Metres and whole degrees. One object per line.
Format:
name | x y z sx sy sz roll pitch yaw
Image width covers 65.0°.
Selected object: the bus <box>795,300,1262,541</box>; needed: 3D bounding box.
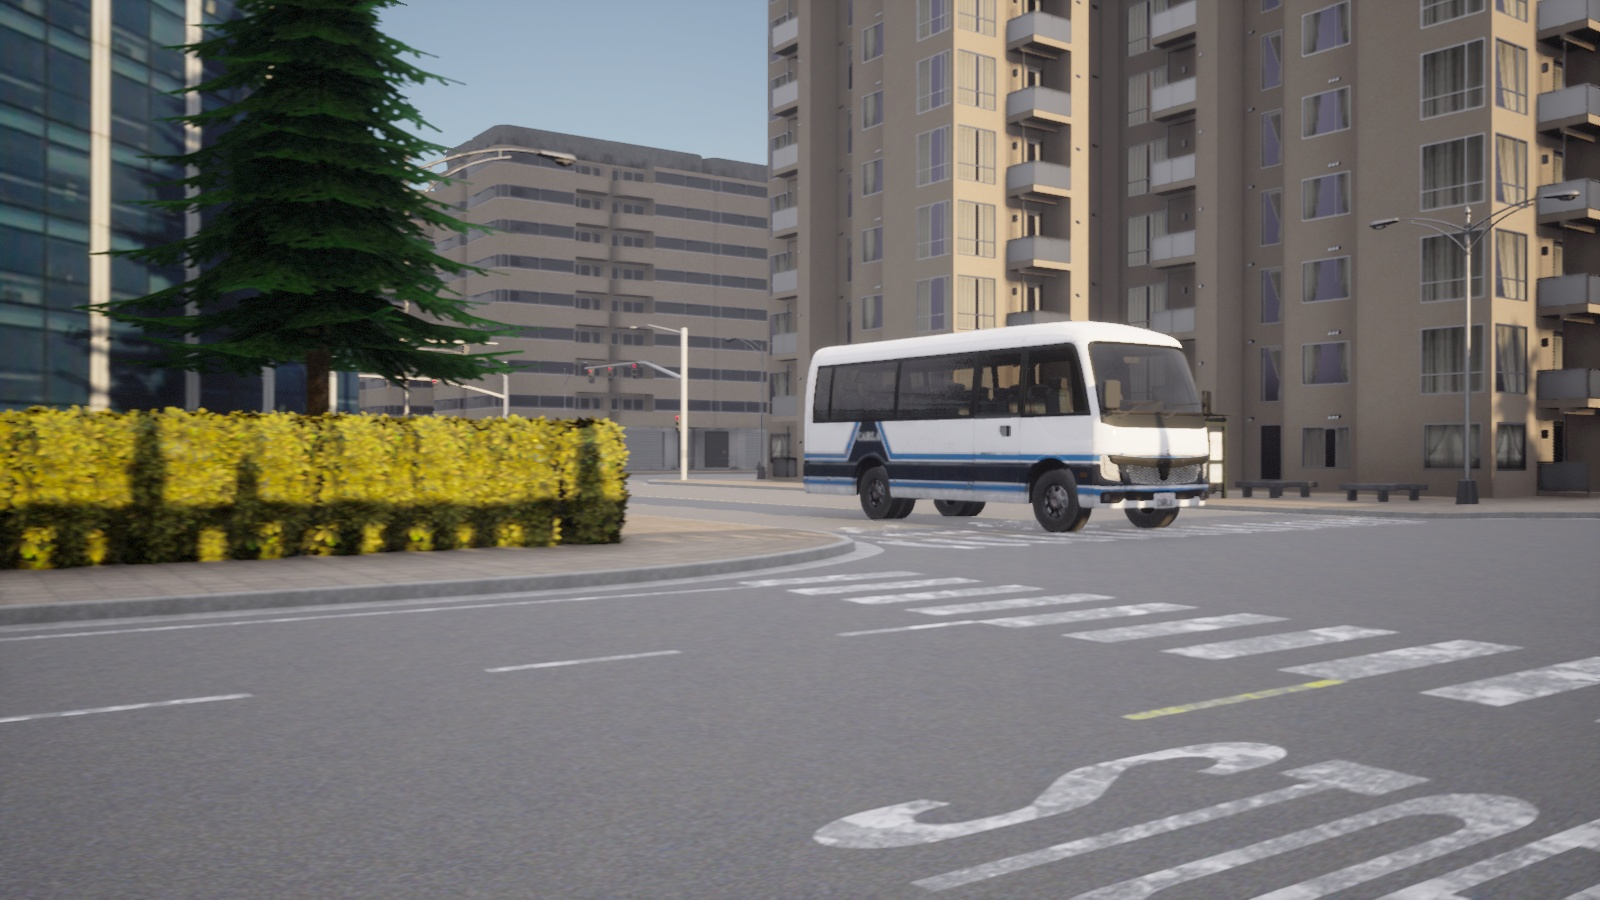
bus | 4.424 -0.518 27.492 3.944 4.253 10.273 0 0 -35
